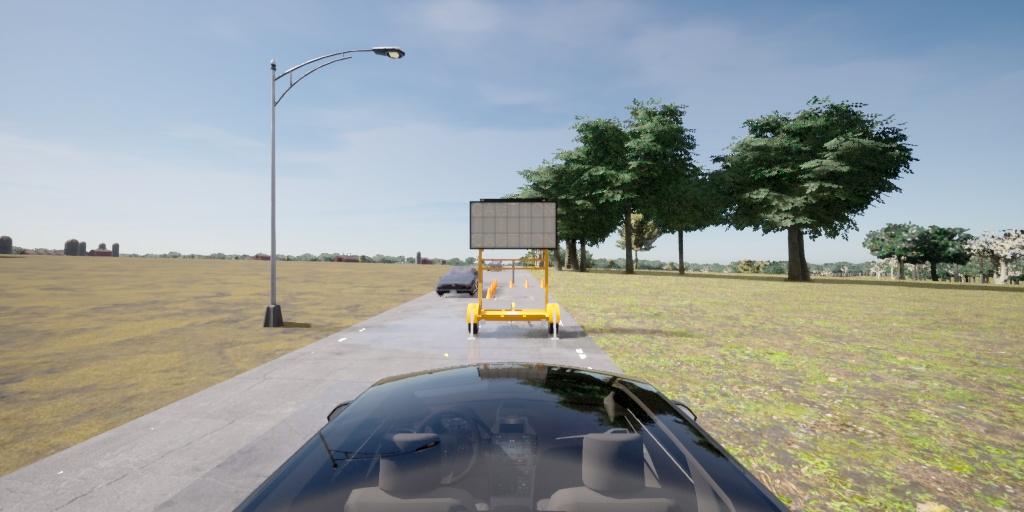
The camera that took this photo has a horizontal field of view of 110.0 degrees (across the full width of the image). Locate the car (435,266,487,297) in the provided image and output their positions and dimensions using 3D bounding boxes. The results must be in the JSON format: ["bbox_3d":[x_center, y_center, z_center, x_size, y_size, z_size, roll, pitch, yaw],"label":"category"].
[{"bbox_3d":[-2.732,1.314,19.422,2.033,1.411,5.357,0,0,0],"label":"car"}]

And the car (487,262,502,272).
[{"bbox_3d":[-2.439,1.469,48.928,1.994,1.385,4.181,0,0,0],"label":"car"}]

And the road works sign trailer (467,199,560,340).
[{"bbox_3d":[0.040,0.220,9.972,2.380,3.560,2.880,0,0,0],"label":"road works sign trailer"}]
